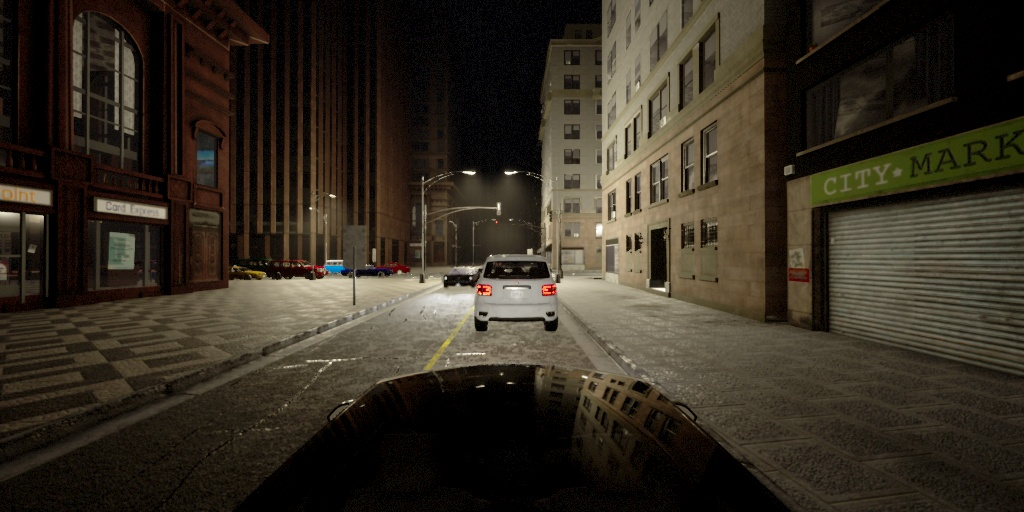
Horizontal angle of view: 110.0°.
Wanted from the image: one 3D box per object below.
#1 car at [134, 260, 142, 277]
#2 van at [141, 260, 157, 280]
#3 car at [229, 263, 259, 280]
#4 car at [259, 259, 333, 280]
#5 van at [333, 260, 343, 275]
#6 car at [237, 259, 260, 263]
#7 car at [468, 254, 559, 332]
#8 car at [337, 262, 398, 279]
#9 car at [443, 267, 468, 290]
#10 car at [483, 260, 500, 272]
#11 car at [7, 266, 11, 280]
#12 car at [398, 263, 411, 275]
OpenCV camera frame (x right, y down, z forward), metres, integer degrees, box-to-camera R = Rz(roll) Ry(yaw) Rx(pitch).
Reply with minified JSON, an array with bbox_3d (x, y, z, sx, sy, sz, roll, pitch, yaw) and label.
[{"bbox_3d":[-35.307,1.396,35.418,5.566,2.045,2.150,-1,0,0],"label":"car"},{"bbox_3d":[-30.860,1.448,32.818,3.998,1.789,1.690,0,0,0],"label":"van"},{"bbox_3d":[-25.066,1.565,32.795,4.829,1.417,1.751,0,0,0],"label":"car"},{"bbox_3d":[-19.611,1.286,32.773,5.009,1.841,2.192,0,0,0],"label":"car"},{"bbox_3d":[-19.587,1.356,41.299,3.998,1.789,1.690,0,0,0],"label":"van"},{"bbox_3d":[-24.241,1.264,35.362,5.566,2.045,2.150,-1,0,0],"label":"car"},{"bbox_3d":[0.103,0.977,11.081,2.150,2.045,5.566,0,0,0],"label":"car"},{"bbox_3d":[-14.134,1.520,35.324,4.718,1.301,1.895,-1,0,0],"label":"car"},{"bbox_3d":[-3.094,1.365,22.788,1.895,1.301,4.718,0,0,0],"label":"car"},{"bbox_3d":[-2.732,1.261,47.797,2.128,1.511,4.902,0,0,-5],"label":"car"},{"bbox_3d":[-47.732,1.862,32.884,4.403,1.370,2.007,0,0,0],"label":"car"},{"bbox_3d":[-13.963,1.493,41.277,4.507,1.381,1.888,0,0,0],"label":"car"}]
